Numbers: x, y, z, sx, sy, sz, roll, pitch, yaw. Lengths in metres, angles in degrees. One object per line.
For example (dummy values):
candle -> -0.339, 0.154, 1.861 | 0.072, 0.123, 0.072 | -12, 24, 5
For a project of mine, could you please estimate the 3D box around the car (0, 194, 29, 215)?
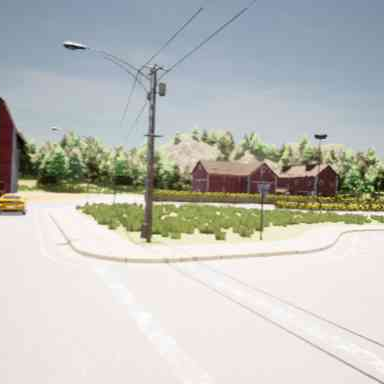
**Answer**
car -> -13.870, 0.892, 25.845 | 1.882, 1.535, 5.008 | 2, 0, -25
